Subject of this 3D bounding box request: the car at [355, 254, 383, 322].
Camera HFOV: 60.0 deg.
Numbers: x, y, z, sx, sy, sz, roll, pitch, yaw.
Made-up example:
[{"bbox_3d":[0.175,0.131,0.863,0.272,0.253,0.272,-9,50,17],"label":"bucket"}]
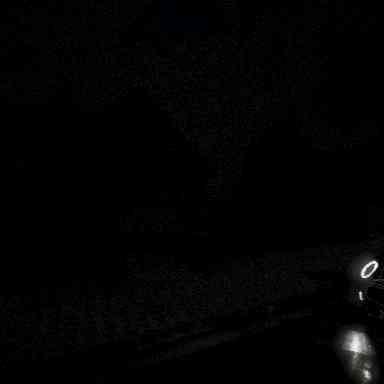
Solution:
[{"bbox_3d":[5.111,1.358,6.155,4.553,1.767,2.097,0,0,-32],"label":"car"}]
